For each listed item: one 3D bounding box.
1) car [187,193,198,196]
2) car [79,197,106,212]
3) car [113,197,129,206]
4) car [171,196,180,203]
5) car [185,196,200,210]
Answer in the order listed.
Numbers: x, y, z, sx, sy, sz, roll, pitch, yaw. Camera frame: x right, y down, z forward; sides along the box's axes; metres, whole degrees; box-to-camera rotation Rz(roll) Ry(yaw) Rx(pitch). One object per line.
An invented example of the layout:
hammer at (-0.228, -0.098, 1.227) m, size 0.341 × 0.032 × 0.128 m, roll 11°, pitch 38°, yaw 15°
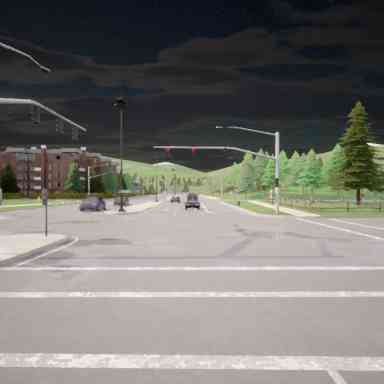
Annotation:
car at (0.097, 1.221, 68.969) m, size 2.150 × 2.045 × 5.566 m, roll 0°, pitch 0°, yaw 0°
car at (-11.530, 1.352, 38.765) m, size 2.097 × 1.767 × 4.553 m, roll 0°, pitch 0°, yaw 0°
car at (-11.483, 1.506, 54.106) m, size 1.837 × 1.490 × 4.892 m, roll 0°, pitch 0°, yaw 0°
car at (-3.403, 1.491, 68.942) m, size 2.128 × 1.511 × 4.902 m, roll 0°, pitch 0°, yaw 0°
car at (0.061, 1.601, 43.533) m, size 1.895 × 1.301 × 4.718 m, roll 0°, pitch 0°, yaw 0°
